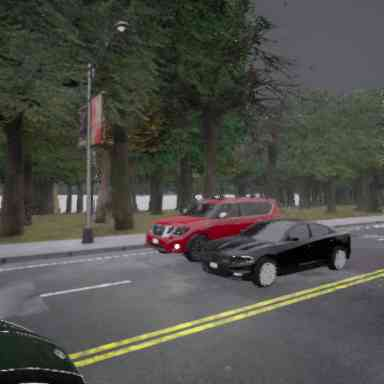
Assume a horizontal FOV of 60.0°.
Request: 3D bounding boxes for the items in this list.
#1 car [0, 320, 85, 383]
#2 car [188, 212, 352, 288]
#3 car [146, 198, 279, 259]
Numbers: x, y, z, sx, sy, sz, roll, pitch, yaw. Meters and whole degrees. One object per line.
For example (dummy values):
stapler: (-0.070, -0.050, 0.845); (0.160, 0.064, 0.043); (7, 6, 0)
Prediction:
car: (-2.731, 1.346, 1.493); (4.553, 1.767, 2.097); (0, 0, -35)
car: (2.557, 1.504, 9.507); (5.008, 1.535, 1.882); (0, 0, -36)
car: (1.060, 1.249, 12.435); (5.566, 2.045, 2.150); (0, 0, -36)
